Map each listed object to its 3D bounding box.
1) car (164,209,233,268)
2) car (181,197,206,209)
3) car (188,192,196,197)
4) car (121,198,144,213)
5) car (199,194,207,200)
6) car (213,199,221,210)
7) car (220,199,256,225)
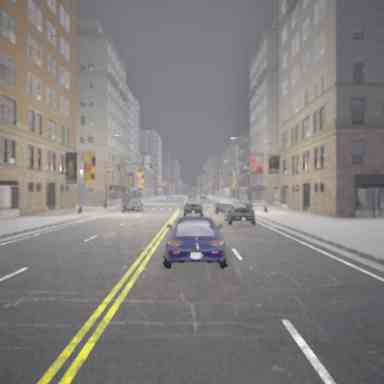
[{"bbox_3d":[0.103,1.520,11.145,1.812,1.442,4.674,0,0,0],"label":"car"},{"bbox_3d":[0.107,1.491,31.748,1.837,1.490,4.892,0,0,0],"label":"car"},{"bbox_3d":[0.017,1.174,93.821,2.150,2.045,5.566,0,0,0],"label":"car"},{"bbox_3d":[-6.520,1.493,36.954,1.837,1.490,4.892,0,-1,1],"label":"car"},{"bbox_3d":[3.268,1.427,93.790,1.882,1.535,5.008,0,0,0],"label":"car"},{"bbox_3d":[3.257,1.478,34.271,2.128,1.511,4.902,0,0,0],"label":"car"},{"bbox_3d":[3.352,1.494,23.937,1.837,1.490,4.892,0,0,0],"label":"car"}]
